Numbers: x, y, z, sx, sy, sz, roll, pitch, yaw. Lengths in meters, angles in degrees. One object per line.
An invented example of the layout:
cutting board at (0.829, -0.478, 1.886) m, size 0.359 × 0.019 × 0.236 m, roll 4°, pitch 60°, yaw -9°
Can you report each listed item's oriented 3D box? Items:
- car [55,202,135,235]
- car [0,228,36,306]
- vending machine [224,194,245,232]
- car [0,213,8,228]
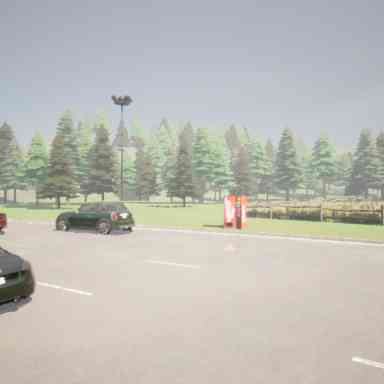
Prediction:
car at (-5.540, 1.353, 18.895) m, size 4.553 × 1.767 × 2.097 m, roll 0°, pitch 0°, yaw 26°
car at (-5.222, 1.565, 6.882) m, size 4.181 × 1.385 × 1.994 m, roll 0°, pitch 0°, yaw 30°
vending machine at (2.499, 1.195, 19.379) m, size 0.880 × 2.100 × 1.100 m, roll 0°, pitch 0°, yaw 30°
car at (-12.421, 1.478, 18.213) m, size 5.008 × 1.535 × 1.882 m, roll 0°, pitch 0°, yaw 23°
